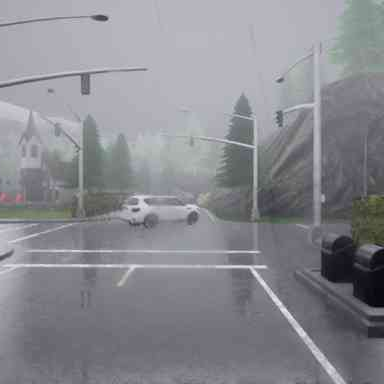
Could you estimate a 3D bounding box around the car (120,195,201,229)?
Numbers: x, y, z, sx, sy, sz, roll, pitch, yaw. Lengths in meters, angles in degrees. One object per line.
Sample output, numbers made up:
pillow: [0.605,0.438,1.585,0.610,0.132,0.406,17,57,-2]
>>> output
car: [-1.956,1.221,21.900,5.566,2.045,2.150,0,1,-39]

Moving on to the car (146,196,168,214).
car: [-3.781,1.352,36.339,2.097,1.767,4.553,0,0,-2]

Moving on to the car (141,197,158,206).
car: [-7.414,1.563,57.107,1.994,1.385,4.181,0,0,-20]

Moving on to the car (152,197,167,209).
car: [-4.592,1.505,46.148,1.837,1.490,4.892,0,0,-9]
